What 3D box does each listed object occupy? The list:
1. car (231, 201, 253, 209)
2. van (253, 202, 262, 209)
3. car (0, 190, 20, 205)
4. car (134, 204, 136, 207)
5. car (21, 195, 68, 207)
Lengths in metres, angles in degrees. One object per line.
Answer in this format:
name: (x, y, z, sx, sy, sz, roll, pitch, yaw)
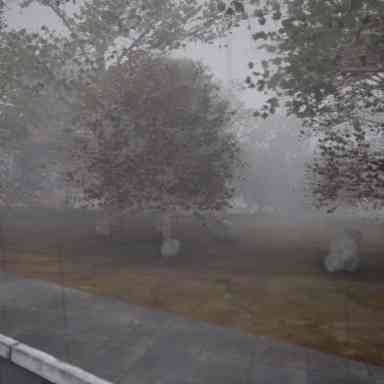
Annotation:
car: (12.573, 3.434, 87.429, 5.566, 2.045, 2.435, 3, 0, -44)
van: (16.472, 3.686, 91.239, 4.442, 1.987, 1.878, 3, 0, -44)
car: (-21.272, 0.640, 42.095, 2.150, 2.045, 5.566, 3, -2, 42)
car: (-8.469, 2.015, 55.198, 4.553, 1.767, 2.097, 6, -2, -45)
car: (-17.833, 1.139, 41.129, 1.882, 1.535, 5.008, 3, -2, 43)
